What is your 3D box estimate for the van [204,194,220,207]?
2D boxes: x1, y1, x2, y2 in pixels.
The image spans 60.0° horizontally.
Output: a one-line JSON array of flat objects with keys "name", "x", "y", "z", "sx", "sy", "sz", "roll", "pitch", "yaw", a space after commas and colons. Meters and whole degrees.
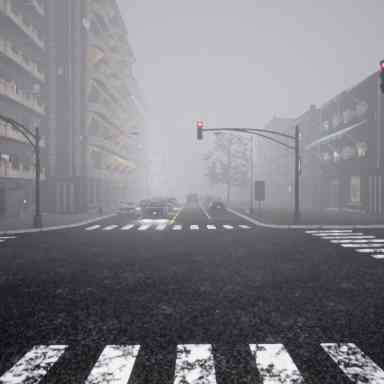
[{"name": "van", "x": 2.694, "y": 1.328, "z": 41.216, "sx": 1.690, "sy": 1.788, "sz": 3.998, "roll": 0, "pitch": 0, "yaw": 0}]

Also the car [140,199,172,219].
[{"name": "car", "x": -3.103, "y": 1.557, "z": 29.319, "sx": 1.994, "sy": 1.385, "sz": 4.181, "roll": 0, "pitch": 0, "yaw": -1}]

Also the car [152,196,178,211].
[{"name": "car", "x": -3.092, "y": 1.536, "z": 38.666, "sx": 2.033, "sy": 1.411, "sz": 5.357, "roll": 0, "pitch": 0, "yaw": 0}]

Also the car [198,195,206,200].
[{"name": "car", "x": 2.705, "y": 1.497, "z": 91.018, "sx": 1.887, "sy": 1.381, "sz": 4.507, "roll": 0, "pitch": 0, "yaw": 0}]

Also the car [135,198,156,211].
[{"name": "car", "x": -5.685, "y": 1.532, "z": 41.225, "sx": 1.887, "sy": 1.381, "sz": 4.507, "roll": 0, "pitch": 0, "yaw": 0}]

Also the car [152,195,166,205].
[{"name": "car", "x": -5.683, "y": 1.418, "z": 57.826, "sx": 1.967, "sy": 1.590, "sz": 4.097, "roll": 0, "pitch": 0, "yaw": 0}]

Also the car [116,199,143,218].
[{"name": "car", "x": -5.688, "y": 1.543, "z": 30.158, "sx": 2.008, "sy": 1.369, "sz": 4.403, "roll": 0, "pitch": 0, "yaw": 0}]

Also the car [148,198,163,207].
[{"name": "car", "x": -5.683, "y": 1.563, "z": 52.293, "sx": 1.802, "sy": 1.307, "sz": 4.206, "roll": 0, "pitch": 0, "yaw": 0}]

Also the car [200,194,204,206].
[{"name": "car", "x": 2.697, "y": 1.421, "z": 52.284, "sx": 1.967, "sy": 1.590, "sz": 4.097, "roll": 0, "pitch": 0, "yaw": 0}]

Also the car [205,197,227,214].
[{"name": "car", "x": 2.695, "y": 1.556, "z": 35.683, "sx": 1.947, "sy": 1.339, "sz": 4.313, "roll": 0, "pitch": 0, "yaw": 0}]

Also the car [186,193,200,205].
[{"name": "car", "x": 0.110, "y": 1.198, "z": 57.155, "sx": 2.150, "sy": 2.045, "sz": 5.566, "roll": 0, "pitch": 0, "yaw": 0}]

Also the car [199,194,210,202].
[{"name": "car", "x": 2.700, "y": 1.282, "z": 74.418, "sx": 2.192, "sy": 1.841, "sz": 5.009, "roll": 0, "pitch": 0, "yaw": 0}]

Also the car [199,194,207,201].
[{"name": "car", "x": 2.703, "y": 1.398, "z": 85.484, "sx": 1.967, "sy": 1.590, "sz": 4.097, "roll": 0, "pitch": 0, "yaw": 0}]

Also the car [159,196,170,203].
[{"name": "car", "x": -5.680, "y": 1.553, "z": 68.893, "sx": 1.802, "sy": 1.307, "sz": 4.206, "roll": 0, "pitch": 0, "yaw": 0}]
